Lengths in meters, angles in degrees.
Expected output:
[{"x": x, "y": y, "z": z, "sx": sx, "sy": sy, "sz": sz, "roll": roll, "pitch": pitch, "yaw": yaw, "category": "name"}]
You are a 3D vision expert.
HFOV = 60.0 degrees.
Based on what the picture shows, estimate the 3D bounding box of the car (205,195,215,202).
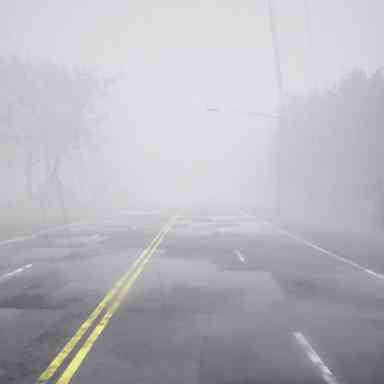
[{"x": 3.971, "y": 1.356, "z": 72.479, "sx": 1.837, "sy": 1.490, "sz": 4.892, "roll": 0, "pitch": 0, "yaw": 2, "category": "car"}]
